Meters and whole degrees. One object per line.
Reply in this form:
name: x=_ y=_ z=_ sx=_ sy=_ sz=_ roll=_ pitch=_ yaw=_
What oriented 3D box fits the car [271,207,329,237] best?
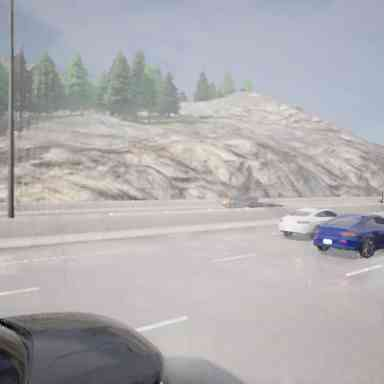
car: x=6.383 y=1.526 z=16.905 sx=4.674 sy=1.442 sz=1.812 roll=0 pitch=0 yaw=-36

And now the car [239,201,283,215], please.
car: x=7.293 y=1.601 z=34.998 sx=4.718 sy=1.301 sz=1.895 roll=0 pitch=0 yaw=-35

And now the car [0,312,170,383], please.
car: x=-2.414 y=1.505 z=2.026 sx=4.892 sy=1.490 sz=1.837 roll=0 pitch=0 yaw=-36

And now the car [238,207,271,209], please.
car: x=4.878 y=1.526 z=28.968 sx=4.674 sy=1.442 sz=1.812 roll=0 pitch=0 yaw=-36

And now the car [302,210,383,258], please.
car: x=6.503 y=1.526 z=12.689 sx=4.674 sy=1.442 sz=1.812 roll=0 pitch=0 yaw=-36
